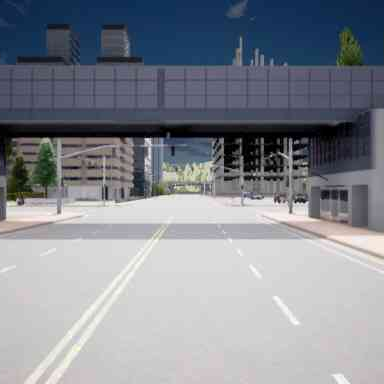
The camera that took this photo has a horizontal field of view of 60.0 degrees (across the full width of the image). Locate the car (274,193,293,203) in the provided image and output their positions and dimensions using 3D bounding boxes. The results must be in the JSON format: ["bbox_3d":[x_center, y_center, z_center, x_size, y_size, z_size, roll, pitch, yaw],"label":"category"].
[{"bbox_3d":[16.632,1.127,61.628,1.932,1.855,4.605,0,0,0],"label":"car"}]

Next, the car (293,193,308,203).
[{"bbox_3d":[19.526,1.130,61.583,1.905,1.878,3.866,0,0,0],"label":"car"}]

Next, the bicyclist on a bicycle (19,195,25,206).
[{"bbox_3d":[-26.008,1.273,50.875,0.582,1.620,1.656,0,0,0],"label":"bicyclist on a bicycle"}]

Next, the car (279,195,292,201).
[{"bbox_3d":[22.175,1.372,79.059,1.970,1.475,3.806,0,0,0],"label":"car"}]
